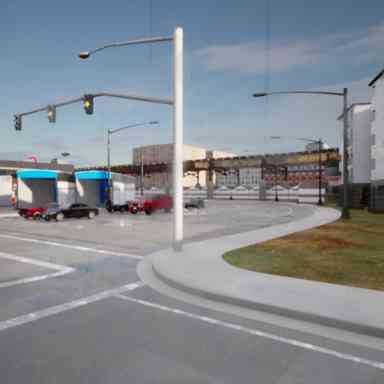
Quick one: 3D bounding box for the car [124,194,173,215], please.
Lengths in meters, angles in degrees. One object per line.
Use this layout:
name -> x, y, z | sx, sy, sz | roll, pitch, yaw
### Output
car -> -4.135, 1.212, 34.443 | 2.150, 2.045, 5.566 | 0, 0, 30

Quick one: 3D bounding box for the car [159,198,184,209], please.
car -> -2.766, 1.536, 46.714 | 2.033, 1.411, 5.357 | 0, 0, 14

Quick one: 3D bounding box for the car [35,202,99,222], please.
car -> -9.603, 1.516, 26.509 | 1.812, 1.442, 4.674 | 0, 0, 36

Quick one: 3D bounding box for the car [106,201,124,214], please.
car -> -7.115, 1.590, 36.248 | 1.895, 1.301, 4.718 | 0, 0, 30

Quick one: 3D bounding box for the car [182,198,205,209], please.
car -> 0.421, 1.537, 45.134 | 2.033, 1.411, 5.357 | 0, 0, 15

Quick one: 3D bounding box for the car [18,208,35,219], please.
car -> -12.305, 1.590, 28.693 | 1.895, 1.301, 4.718 | 0, 0, 37
